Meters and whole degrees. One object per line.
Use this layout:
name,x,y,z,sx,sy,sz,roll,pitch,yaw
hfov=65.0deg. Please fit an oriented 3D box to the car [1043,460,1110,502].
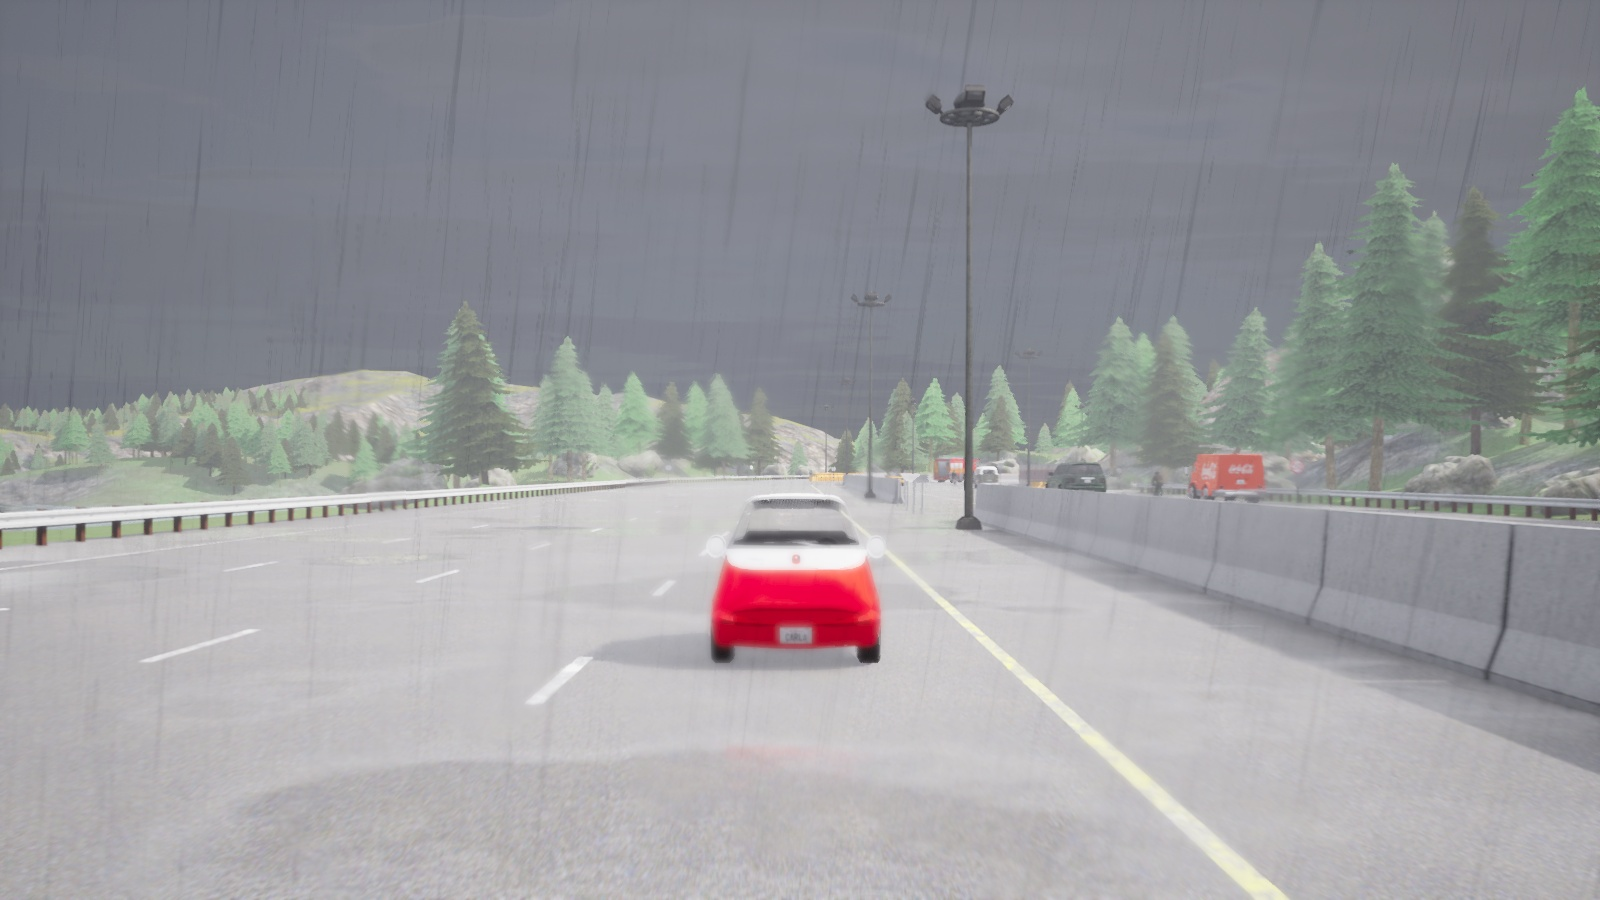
car,13.851,1.537,63.249,2.150,2.045,5.566,0,-1,0

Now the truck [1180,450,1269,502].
truck,20.851,1.280,61.994,2.627,2.467,5.204,0,-1,0

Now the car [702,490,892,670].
car,-0.024,1.053,10.941,1.481,1.376,2.207,0,-1,0
